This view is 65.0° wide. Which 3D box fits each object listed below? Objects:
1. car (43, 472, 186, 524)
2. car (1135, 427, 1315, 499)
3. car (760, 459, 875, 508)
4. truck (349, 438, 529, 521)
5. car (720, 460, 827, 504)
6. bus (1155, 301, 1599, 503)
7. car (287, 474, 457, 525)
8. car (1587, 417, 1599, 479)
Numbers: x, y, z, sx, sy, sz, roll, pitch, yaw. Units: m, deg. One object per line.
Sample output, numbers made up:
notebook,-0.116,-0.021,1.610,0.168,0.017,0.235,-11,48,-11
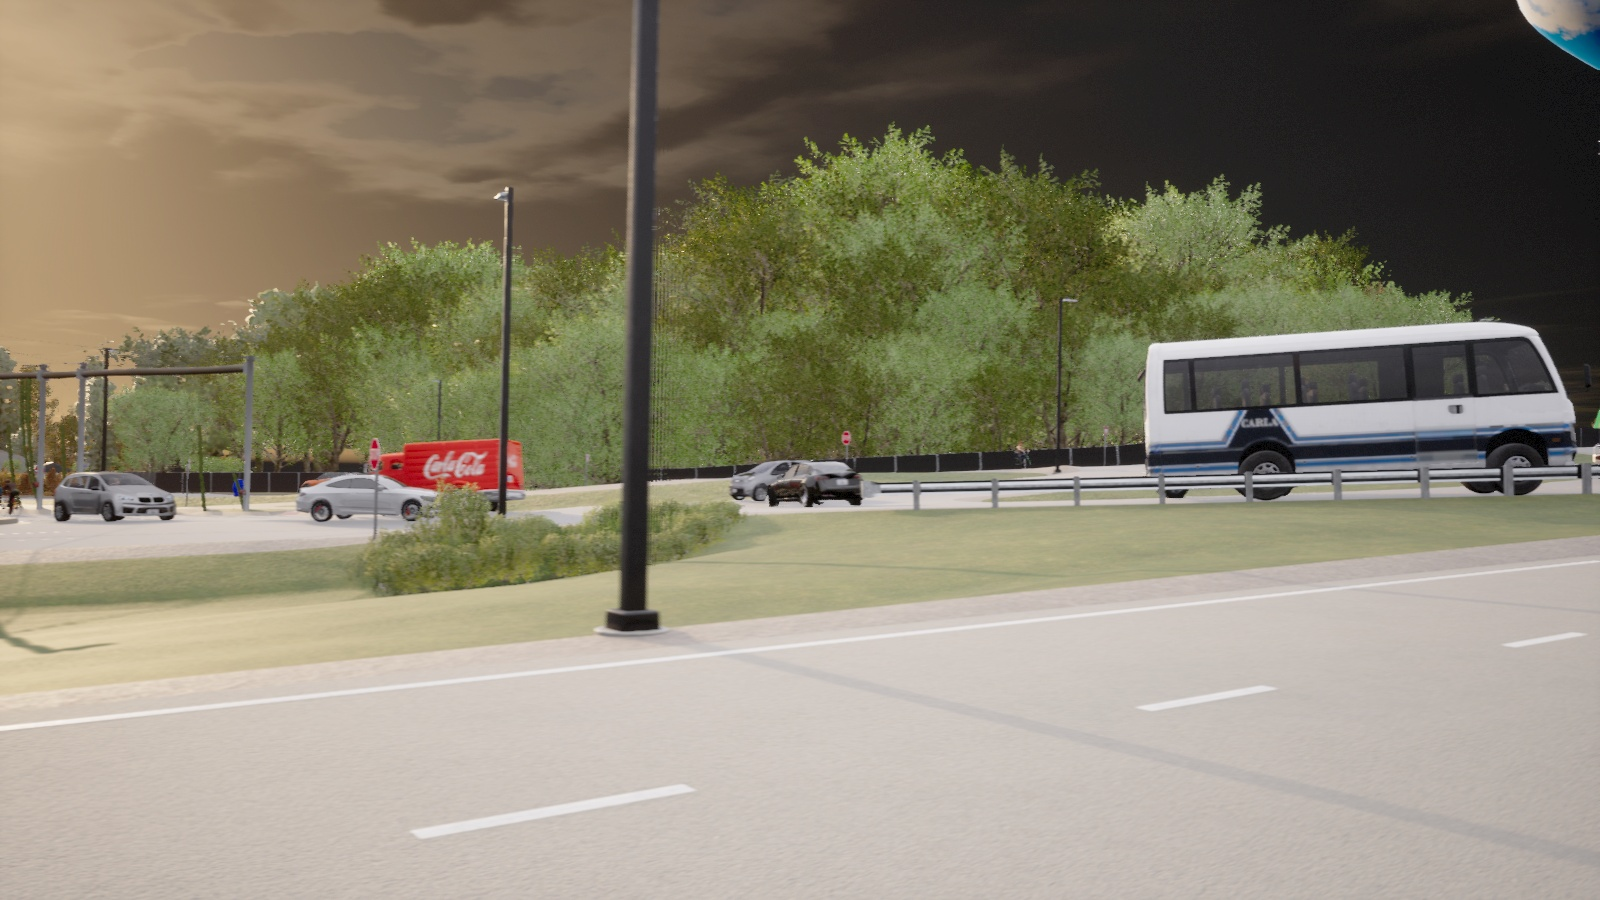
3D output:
car,-23.203,1.602,42.469,4.611,1.667,2.242,-1,-2,32
car,12.203,0.390,36.309,4.605,1.855,1.932,-2,-1,9
car,0.498,1.146,42.035,2.163,1.488,4.792,-2,-1,-21
truck,-12.295,1.058,42.953,5.204,2.467,2.627,-3,-3,11
car,-0.986,1.180,47.818,3.633,1.501,1.845,-2,1,-36
bus,14.604,-1.002,32.151,10.273,4.253,3.944,-3,-3,14
car,-13.300,1.535,39.165,4.674,1.442,1.812,-1,0,4
car,26.537,-0.137,38.748,4.605,1.855,1.932,-2,1,-32
